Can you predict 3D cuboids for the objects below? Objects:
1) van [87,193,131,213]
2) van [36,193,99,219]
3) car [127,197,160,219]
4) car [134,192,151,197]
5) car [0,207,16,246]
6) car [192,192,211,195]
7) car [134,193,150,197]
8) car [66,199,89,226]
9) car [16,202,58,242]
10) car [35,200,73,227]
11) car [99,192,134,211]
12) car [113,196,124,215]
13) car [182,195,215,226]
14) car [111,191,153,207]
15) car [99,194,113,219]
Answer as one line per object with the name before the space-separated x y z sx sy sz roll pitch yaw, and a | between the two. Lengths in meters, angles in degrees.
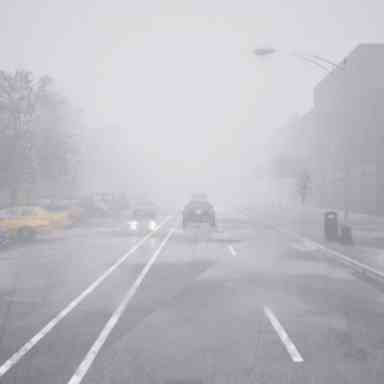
van | -8.905 1.117 35.598 4.442 1.987 1.878 -1 1 -19
van | -9.183 1.191 23.758 4.442 1.987 1.878 -1 1 -19
car | -3.778 1.412 27.765 1.837 1.490 4.892 0 0 1
car | -8.563 1.019 44.533 5.566 2.045 2.435 -1 0 -19
car | -9.347 1.464 11.937 4.892 1.521 2.231 -1 0 -19
car | 0.853 1.043 39.957 2.150 2.045 5.566 0 1 1
car | -8.489 1.289 41.635 5.366 1.575 1.946 -1 0 -19
car | -9.170 1.460 20.829 4.792 1.488 2.163 -1 0 -19
car | -9.107 1.449 14.970 5.366 1.575 1.946 -1 0 -19
car | -9.391 1.442 17.819 5.366 1.575 1.946 -1 1 -19
car | -8.897 1.111 32.671 5.566 2.045 2.435 -1 1 -19
car | -8.943 1.381 29.729 5.008 1.535 2.097 -1 0 -19
car | 0.458 1.286 22.739 2.097 1.767 4.553 0 0 1
car | -8.541 0.996 47.461 5.566 2.045 2.435 -1 1 -18
car | -9.035 1.274 26.755 4.553 1.767 2.185 -1 0 -19
